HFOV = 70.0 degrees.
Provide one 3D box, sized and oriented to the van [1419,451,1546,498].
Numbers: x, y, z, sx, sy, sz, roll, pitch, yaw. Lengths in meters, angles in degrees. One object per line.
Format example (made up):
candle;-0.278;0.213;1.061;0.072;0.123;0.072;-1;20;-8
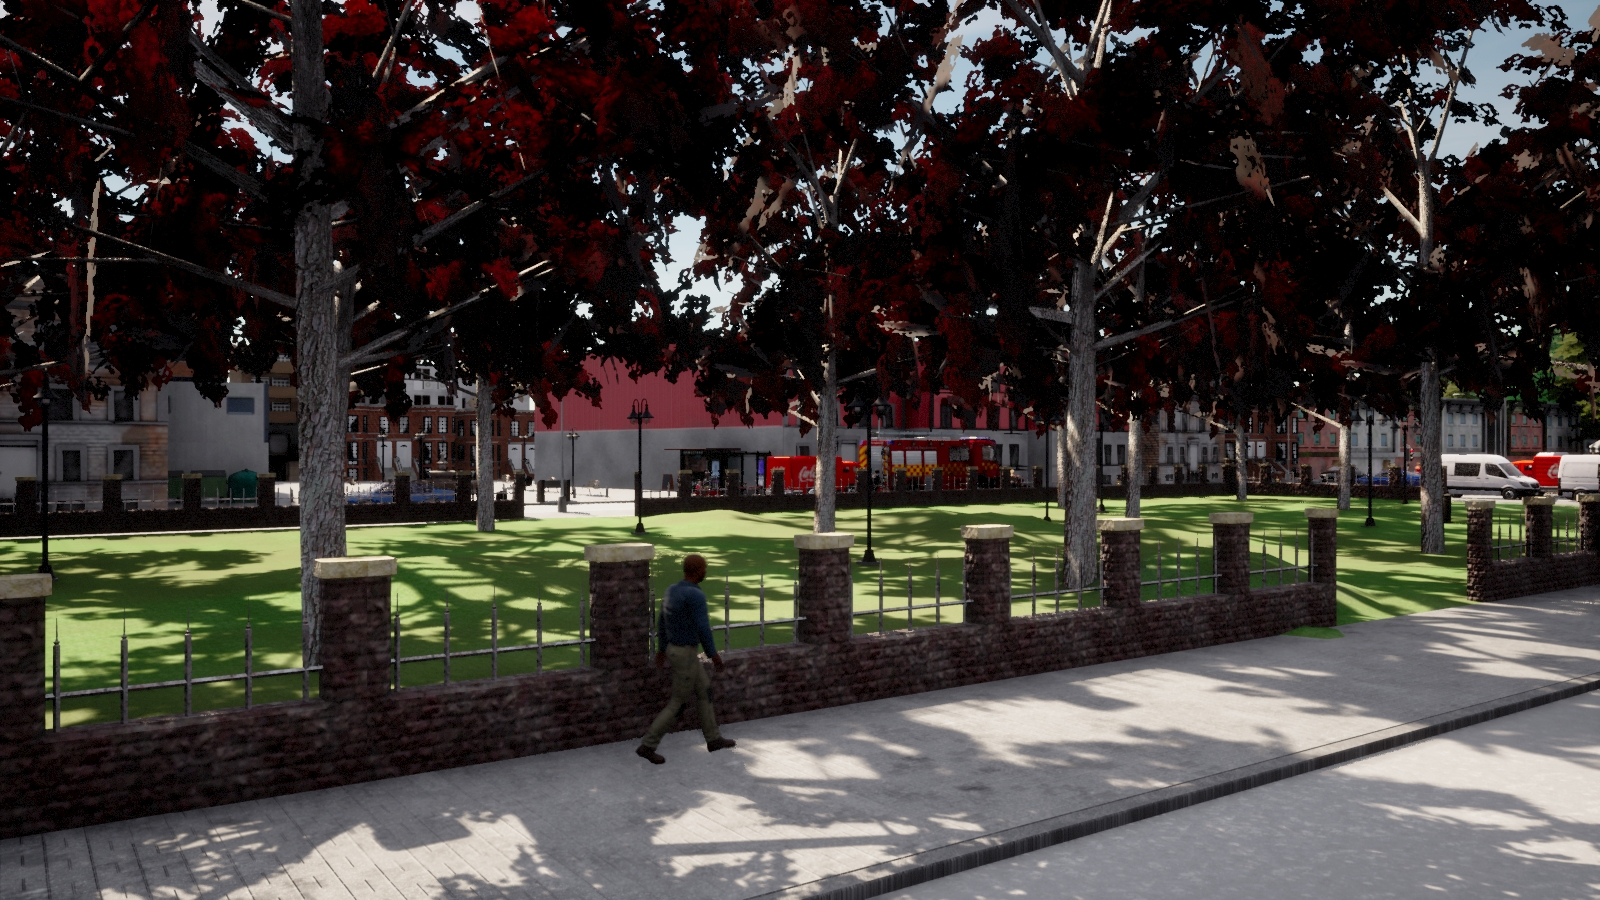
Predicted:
van;38.735;1.314;65.046;1.988;2.561;5.915;0;0;-34

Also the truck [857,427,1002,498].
truck;7.473;0.671;65.186;8.468;3.827;2.891;0;0;-35

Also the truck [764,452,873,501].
truck;0.982;1.348;60.339;5.204;2.467;2.627;0;0;-35

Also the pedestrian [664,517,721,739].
pedestrian;-0.942;1.525;9.954;0.375;1.860;0.375;0;0;-29

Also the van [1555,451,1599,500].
van;42.801;1.314;59.145;1.988;2.561;5.915;0;0;-34

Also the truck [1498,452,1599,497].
truck;43.313;1.345;65.355;2.627;2.467;5.204;0;0;-35

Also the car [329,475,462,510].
car;-18.284;1.886;51.751;5.357;1.411;2.033;0;0;-35

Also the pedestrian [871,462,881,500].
pedestrian;3.754;1.524;56.406;0.375;1.860;0.375;0;0;-35

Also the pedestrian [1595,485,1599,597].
pedestrian;13.596;1.525;19.107;0.375;1.860;0.375;0;0;-35
